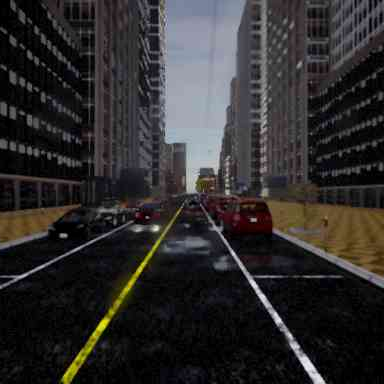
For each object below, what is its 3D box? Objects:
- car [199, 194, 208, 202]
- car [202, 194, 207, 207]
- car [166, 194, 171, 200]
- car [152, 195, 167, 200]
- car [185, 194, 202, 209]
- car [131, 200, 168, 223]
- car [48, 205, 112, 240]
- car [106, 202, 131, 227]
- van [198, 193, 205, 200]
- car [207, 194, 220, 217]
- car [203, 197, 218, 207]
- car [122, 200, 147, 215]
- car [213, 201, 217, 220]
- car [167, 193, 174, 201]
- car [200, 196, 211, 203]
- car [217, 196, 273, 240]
[{"bbox_3d":[2.694,1.370,77.832,1.967,1.590,4.097,0,0,0],"label":"car"},{"bbox_3d":[2.695,1.282,39.057,2.192,1.841,5.009,0,0,0],"label":"car"},{"bbox_3d":[-5.686,1.523,66.753,1.802,1.307,4.206,0,0,0],"label":"car"},{"bbox_3d":[-5.686,1.534,55.675,1.802,1.307,4.206,0,0,0],"label":"car"},{"bbox_3d":[0.094,1.454,43.957,2.128,1.511,4.902,0,0,0],"label":"car"},{"bbox_3d":[-3.073,1.544,24.860,1.994,1.385,4.181,0,0,0],"label":"car"},{"bbox_3d":[-5.686,1.553,16.899,1.947,1.339,4.313,0,0,0],"label":"car"},{"bbox_3d":[-5.686,1.533,22.438,2.008,1.369,4.403,0,0,0],"label":"car"},{"bbox_3d":[2.695,1.254,94.450,1.690,1.788,3.998,0,0,0],"label":"van"},{"bbox_3d":[2.695,1.292,27.979,2.192,1.841,5.009,0,0,0],"label":"car"},{"bbox_3d":[2.694,1.507,50.136,2.008,1.369,4.403,0,0,0],"label":"car"},{"bbox_3d":[-5.686,1.554,33.518,1.802,1.307,4.206,0,0,0],"label":"car"},{"bbox_3d":[2.694,1.526,22.439,1.887,1.381,4.507,0,0,0],"label":"car"},{"bbox_3d":[-5.686,1.240,83.371,2.192,1.841,5.009,0,0,0],"label":"car"},{"bbox_3d":[2.694,1.507,66.754,1.947,1.339,4.313,0,0,0],"label":"car"},{"bbox_3d":[2.695,1.301,16.899,2.192,1.841,5.009,0,0,0],"label":"car"}]
